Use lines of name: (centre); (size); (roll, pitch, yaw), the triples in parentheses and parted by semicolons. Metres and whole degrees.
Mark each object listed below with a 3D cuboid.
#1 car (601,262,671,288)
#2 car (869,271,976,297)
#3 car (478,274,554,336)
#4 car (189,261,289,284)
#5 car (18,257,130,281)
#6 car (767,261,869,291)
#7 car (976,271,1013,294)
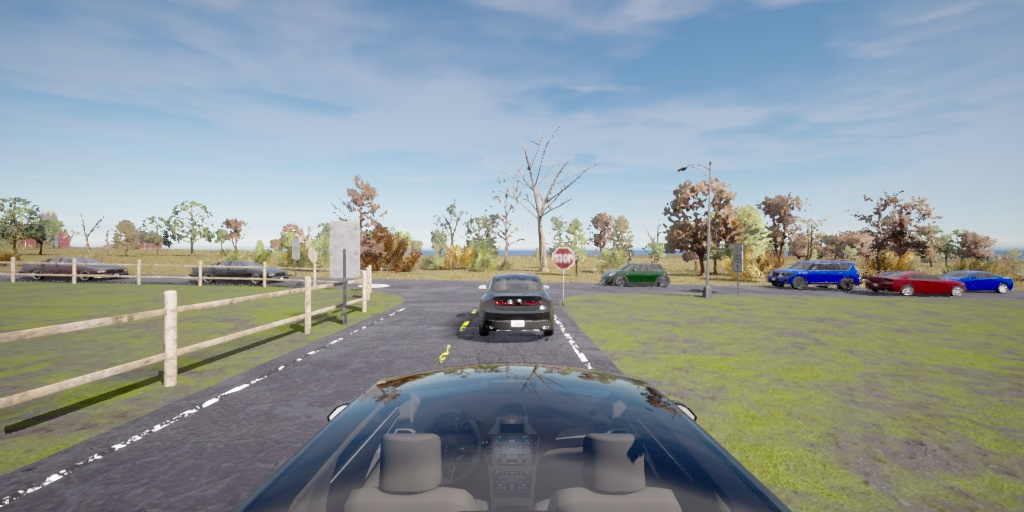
car: (8.760, 1.259, 25.586); (4.553, 1.767, 2.097); (1, 1, -3)
car: (25.622, 1.729, 22.824); (5.008, 1.535, 1.882); (1, 1, 0)
car: (0.079, 1.252, 10.377); (1.837, 1.490, 4.892); (0, 0, -1)
car: (-17.419, 1.008, 22.999); (5.357, 1.411, 2.033); (1, 1, 0)
car: (-28.050, 0.805, 23.036); (5.357, 1.411, 2.033); (1, 1, 0)
car: (21.616, 1.358, 25.787); (5.566, 2.045, 2.150); (1, 1, 0)
car: (32.558, 1.805, 25.733); (5.008, 1.535, 1.882); (1, 1, 0)
